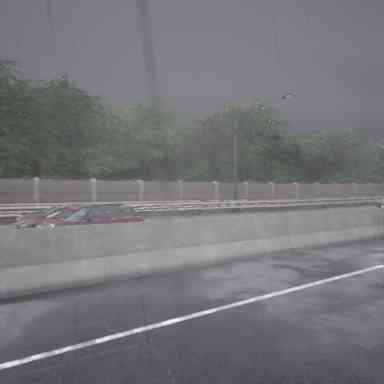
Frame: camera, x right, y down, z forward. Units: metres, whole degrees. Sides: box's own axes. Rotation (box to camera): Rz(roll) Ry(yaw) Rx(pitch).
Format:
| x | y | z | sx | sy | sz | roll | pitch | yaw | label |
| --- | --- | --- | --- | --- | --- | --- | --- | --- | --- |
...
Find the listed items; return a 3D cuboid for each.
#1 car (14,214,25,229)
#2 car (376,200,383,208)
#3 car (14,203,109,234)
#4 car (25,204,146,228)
| x | y | z | sx | sy | sz | roll | pitch | yaw | label |
| --- | --- | --- | --- | --- | --- | --- | --- | --- | --- |
| -6.314 | 1.516 | 16.672 | 4.674 | 1.442 | 1.812 | 0 | 0 | -35 | car |
| 25.905 | 1.400 | 42.819 | 5.357 | 1.411 | 2.033 | -1 | 0 | -33 | car |
| -7.746 | 1.480 | 19.929 | 4.902 | 1.511 | 2.128 | 0 | 0 | -35 | car |
| -4.175 | 1.344 | 13.880 | 4.553 | 1.767 | 2.097 | 0 | 0 | -35 | car |
